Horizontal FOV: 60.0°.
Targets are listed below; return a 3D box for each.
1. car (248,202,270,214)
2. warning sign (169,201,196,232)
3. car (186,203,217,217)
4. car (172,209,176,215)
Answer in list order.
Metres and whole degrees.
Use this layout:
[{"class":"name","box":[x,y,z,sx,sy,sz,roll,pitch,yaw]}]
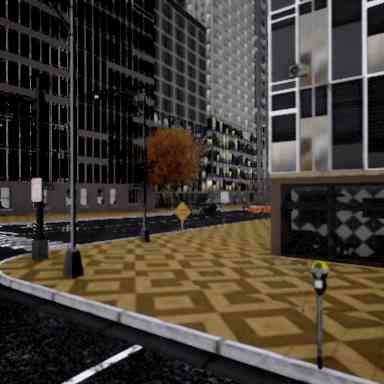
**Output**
[{"class":"car","box":[10.018,2.319,48.915,2.097,1.767,4.553,0,-1,33]},{"class":"warning sign","box":[-0.606,1.526,21.208,1.300,1.860,1.060,1,0,33]},{"class":"car","box":[1.343,2.138,41.705,2.097,1.767,4.553,0,-1,33]},{"class":"car","box":[-0.625,2.427,44.649,1.895,1.301,4.718,0,-1,33]}]
